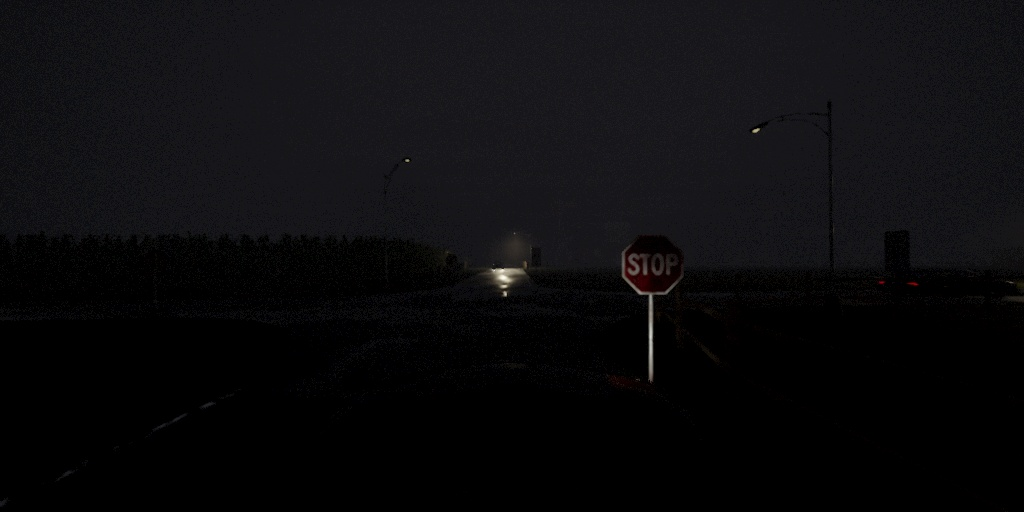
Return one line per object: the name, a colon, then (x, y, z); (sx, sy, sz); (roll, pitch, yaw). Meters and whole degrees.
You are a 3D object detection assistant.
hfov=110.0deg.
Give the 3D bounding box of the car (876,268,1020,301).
car: (20.384, 1.291, 16.917); (5.357, 1.411, 2.033); (0, -1, -5)
